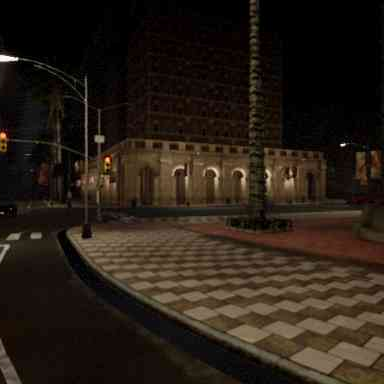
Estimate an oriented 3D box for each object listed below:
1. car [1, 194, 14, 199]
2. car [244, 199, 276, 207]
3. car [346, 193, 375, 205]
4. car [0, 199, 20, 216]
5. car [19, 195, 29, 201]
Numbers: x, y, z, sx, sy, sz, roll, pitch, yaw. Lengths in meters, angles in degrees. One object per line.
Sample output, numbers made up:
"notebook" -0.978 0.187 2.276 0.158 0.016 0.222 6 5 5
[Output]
"car" -43.811 1.358 78.773 2.097 1.767 4.553 0 0 -26
"car" 10.047 1.606 49.356 4.718 1.301 1.895 0 0 -25
"car" 29.747 1.214 58.669 5.566 2.045 2.150 0 0 -26
"car" -18.082 1.603 32.223 1.895 1.301 4.718 0 0 -25
"car" -40.465 1.541 79.890 2.033 1.411 5.357 0 0 -26
